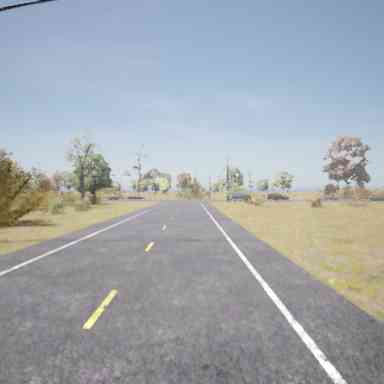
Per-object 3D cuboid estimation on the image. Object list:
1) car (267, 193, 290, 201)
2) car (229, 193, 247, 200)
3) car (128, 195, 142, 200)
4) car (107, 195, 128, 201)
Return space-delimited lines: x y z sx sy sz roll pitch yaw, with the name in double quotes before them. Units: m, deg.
"car" 22.070 1.311 85.002 5.566 2.045 2.150 0 0 -2
"car" 12.677 1.268 91.744 5.566 2.045 2.150 0 0 -2
"car" -16.112 1.524 90.979 4.718 1.301 1.895 0 0 -2
"car" -19.545 1.451 83.877 4.902 1.511 2.128 0 0 -2
